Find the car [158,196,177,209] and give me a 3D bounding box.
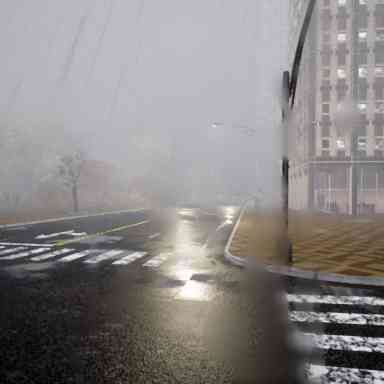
[{"bbox_3d":[-3.994,1.680,55.013,2.150,2.045,5.566,1,-1,10],"label":"car"}]
